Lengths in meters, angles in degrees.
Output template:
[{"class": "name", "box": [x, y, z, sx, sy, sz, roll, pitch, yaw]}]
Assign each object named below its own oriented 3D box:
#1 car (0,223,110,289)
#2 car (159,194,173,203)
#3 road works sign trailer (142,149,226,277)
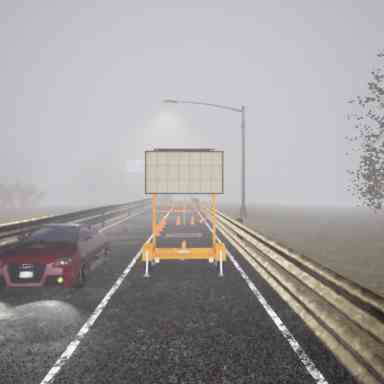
[{"class": "car", "box": [-3.569, 1.567, 9.060, 1.994, 1.385, 4.181, 0, 0, -1]}, {"class": "car", "box": [-4.769, 1.245, 61.378, 2.150, 2.045, 5.566, 0, 0, -1]}, {"class": "road works sign trailer", "box": [-0.238, 0.468, 10.300, 2.380, 3.560, 2.880, 0, 0, -1]}]
